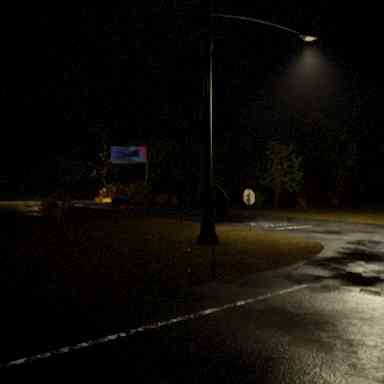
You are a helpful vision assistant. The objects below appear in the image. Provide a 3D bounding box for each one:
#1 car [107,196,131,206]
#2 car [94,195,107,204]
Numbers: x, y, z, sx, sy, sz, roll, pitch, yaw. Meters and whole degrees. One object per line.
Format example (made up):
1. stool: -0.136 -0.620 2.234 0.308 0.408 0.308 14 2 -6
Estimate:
1. car: -11.540 1.372 53.802 1.882 1.535 5.008 0 0 -33
2. car: -16.335 1.356 60.905 1.882 1.535 5.008 0 0 -34
